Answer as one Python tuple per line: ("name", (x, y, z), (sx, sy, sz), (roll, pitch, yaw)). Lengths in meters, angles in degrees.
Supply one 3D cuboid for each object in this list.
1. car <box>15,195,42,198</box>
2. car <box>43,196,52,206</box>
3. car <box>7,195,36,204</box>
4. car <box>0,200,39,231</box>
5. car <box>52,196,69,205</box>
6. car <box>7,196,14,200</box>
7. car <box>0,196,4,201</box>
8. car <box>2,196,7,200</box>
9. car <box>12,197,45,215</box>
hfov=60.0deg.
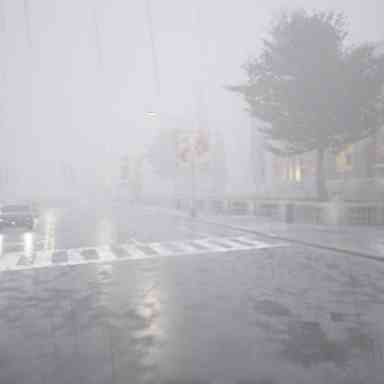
("car", (-19.138, 1.391, 38.908), (1.882, 1.535, 5.008), (-1, 0, -32))
("car", (-23.369, 1.355, 49.892), (5.008, 1.535, 1.882), (0, 1, 43))
("car", (-30.137, 1.381, 58.828), (4.892, 1.490, 1.837), (0, 0, 24))
("car", (-10.736, 1.465, 20.544), (1.837, 1.490, 4.892), (-1, 0, -23))
("car", (-21.619, 1.330, 52.994), (4.902, 1.511, 2.128), (0, 1, 39))
("car", (-31.817, 1.397, 55.757), (5.008, 1.535, 1.882), (0, 0, 24))
("car", (-18.374, 1.449, 29.608), (1.882, 1.535, 5.008), (-1, 0, -24))
("car", (-23.191, 1.460, 38.656), (1.837, 1.490, 4.892), (-1, 0, -36))
("car", (-14.496, 1.482, 29.536), (2.033, 1.411, 5.357), (-1, 0, -23))
